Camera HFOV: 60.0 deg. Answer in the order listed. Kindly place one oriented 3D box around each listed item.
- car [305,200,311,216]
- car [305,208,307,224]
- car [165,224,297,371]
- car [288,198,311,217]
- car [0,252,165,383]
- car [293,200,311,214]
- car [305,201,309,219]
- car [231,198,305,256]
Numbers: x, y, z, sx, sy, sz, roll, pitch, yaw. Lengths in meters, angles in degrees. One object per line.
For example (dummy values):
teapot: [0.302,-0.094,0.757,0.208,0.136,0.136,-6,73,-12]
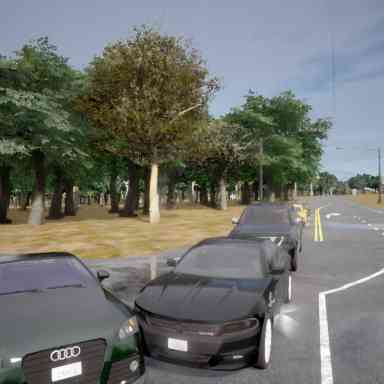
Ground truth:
car: [9.302,1.725,29.557,1.812,1.442,4.674,-1,0,21]
car: [5.091,1.775,18.300,1.895,1.301,4.718,-1,0,21]
car: [0.740,1.613,6.256,1.882,1.535,5.008,-1,-2,21]
car: [11.331,1.563,34.931,2.097,1.767,4.553,-1,0,21]
car: [-2.306,1.643,4.960,1.994,1.385,4.181,1,-2,-33]
car: [13.328,1.748,40.141,1.812,1.442,4.674,-1,0,21]
car: [7.241,1.664,24.053,1.882,1.535,5.008,-1,0,21]
car: [2.862,1.460,12.396,2.150,2.045,5.566,-2,0,21]
